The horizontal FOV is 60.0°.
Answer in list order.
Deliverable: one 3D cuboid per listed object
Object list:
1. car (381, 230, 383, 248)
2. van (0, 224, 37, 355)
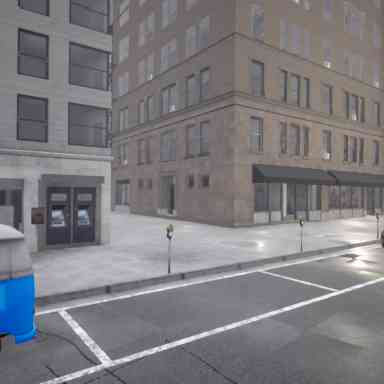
[{"bbox_3d":[9.395,1.582,13.463,4.313,1.339,1.947,0,1,-36],"label":"car"},{"bbox_3d":[-3.989,1.341,3.905,3.998,1.788,1.690,0,1,-36],"label":"van"}]
